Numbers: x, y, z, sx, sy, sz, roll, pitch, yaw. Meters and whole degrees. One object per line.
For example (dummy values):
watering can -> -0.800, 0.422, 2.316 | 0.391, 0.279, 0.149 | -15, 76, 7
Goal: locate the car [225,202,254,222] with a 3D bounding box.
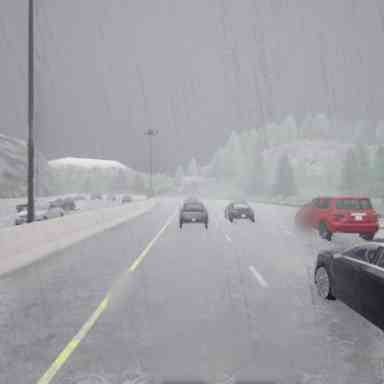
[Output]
car -> 3.609, 1.486, 25.613 | 1.812, 1.442, 4.674 | 0, 0, 0

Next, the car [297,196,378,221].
car -> 7.118, 1.195, 16.833 | 2.150, 2.045, 5.566 | 0, 0, 0

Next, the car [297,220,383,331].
car -> 3.602, 1.483, 5.410 | 2.128, 1.511, 4.902 | 0, 0, 0

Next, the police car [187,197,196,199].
police car -> -0.013, 1.440, 41.363 | 2.038, 1.542, 4.974 | 0, 0, -1

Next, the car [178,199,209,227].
car -> 0.108, 1.457, 22.358 | 2.128, 1.511, 4.902 | 0, 0, 0

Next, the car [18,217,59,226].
car -> -10.587, 1.489, 23.474 | 1.812, 1.442, 4.674 | 0, 0, 0
